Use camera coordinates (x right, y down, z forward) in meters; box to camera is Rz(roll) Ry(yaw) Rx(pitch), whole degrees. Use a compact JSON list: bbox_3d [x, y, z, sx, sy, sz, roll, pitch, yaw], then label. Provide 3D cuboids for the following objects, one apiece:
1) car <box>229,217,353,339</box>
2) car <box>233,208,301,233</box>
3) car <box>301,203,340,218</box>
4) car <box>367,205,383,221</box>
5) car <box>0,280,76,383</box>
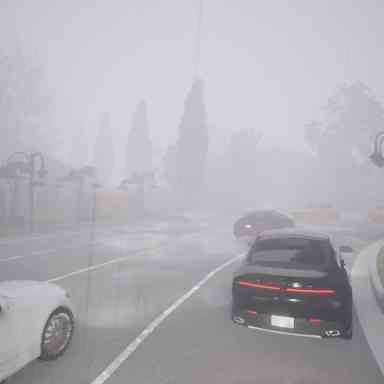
[{"bbox_3d":[2.099,1.510,6.751,1.837,1.490,4.892,0,0,21],"label":"car"},{"bbox_3d":[3.894,1.630,17.426,1.994,1.385,4.181,0,-1,37],"label":"car"},{"bbox_3d":[10.595,1.678,28.538,5.008,1.535,1.882,1,-1,-33],"label":"car"},{"bbox_3d":[17.163,1.698,28.191,5.366,1.575,1.801,1,-1,-29],"label":"car"},{"bbox_3d":[-2.990,1.527,3.144,1.812,1.442,4.674,0,0,12],"label":"car"}]
